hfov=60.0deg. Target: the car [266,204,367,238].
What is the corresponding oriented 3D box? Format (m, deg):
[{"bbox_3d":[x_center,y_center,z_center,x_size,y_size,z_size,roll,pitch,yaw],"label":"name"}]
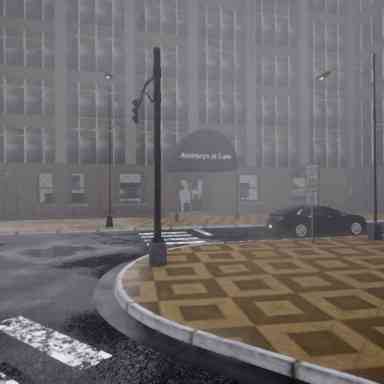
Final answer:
[{"bbox_3d":[5.987,1.321,15.970,4.892,1.490,1.837,0,0,-14],"label":"car"}]
